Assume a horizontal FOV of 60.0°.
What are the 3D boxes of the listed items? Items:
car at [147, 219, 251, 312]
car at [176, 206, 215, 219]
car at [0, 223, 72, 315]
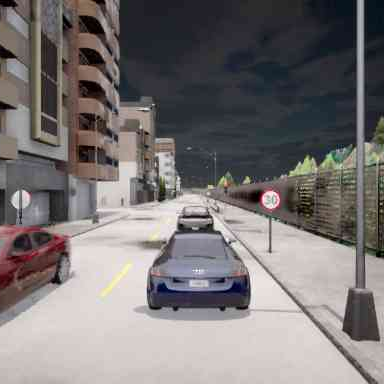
[{"bbox_3d":[0.131,1.564,7.819,1.994,1.385,4.181,0,0,0],"label":"car"},{"bbox_3d":[0.185,1.492,17.734,2.128,1.511,4.902,0,0,1],"label":"car"},{"bbox_3d":[-4.071,1.477,6.685,1.882,1.535,5.008,0,0,0],"label":"car"}]
